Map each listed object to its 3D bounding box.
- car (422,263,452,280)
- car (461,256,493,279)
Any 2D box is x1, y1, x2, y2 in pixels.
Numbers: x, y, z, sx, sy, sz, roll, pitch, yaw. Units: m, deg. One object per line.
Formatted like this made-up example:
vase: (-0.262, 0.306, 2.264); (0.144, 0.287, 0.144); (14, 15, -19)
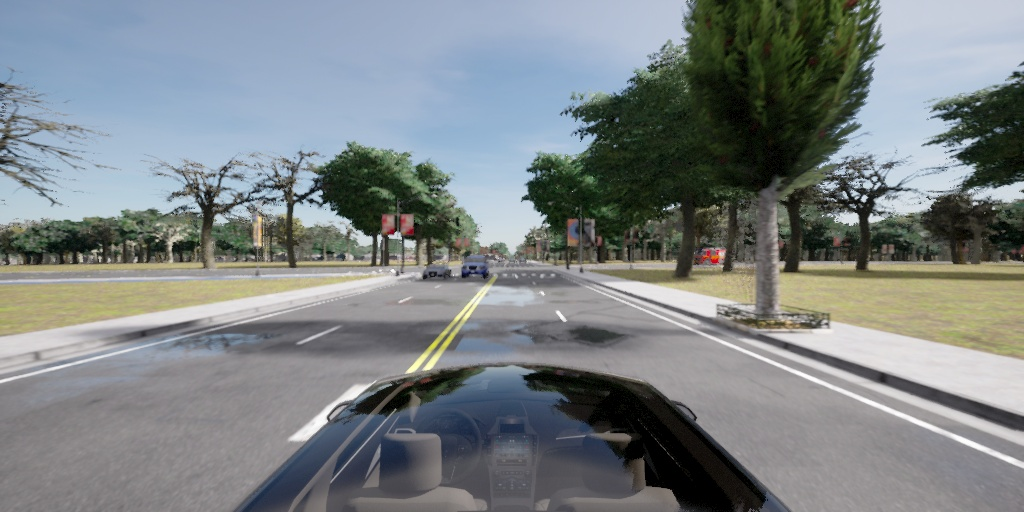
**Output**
car: (-6.528, 1.327, 31.656); (1.994, 1.385, 4.181); (0, 0, 1)
car: (-3.263, 0.987, 32.793); (2.150, 2.045, 5.566); (0, 0, 1)
